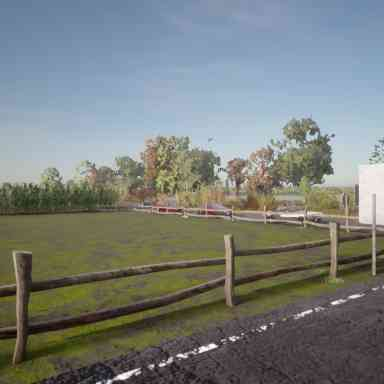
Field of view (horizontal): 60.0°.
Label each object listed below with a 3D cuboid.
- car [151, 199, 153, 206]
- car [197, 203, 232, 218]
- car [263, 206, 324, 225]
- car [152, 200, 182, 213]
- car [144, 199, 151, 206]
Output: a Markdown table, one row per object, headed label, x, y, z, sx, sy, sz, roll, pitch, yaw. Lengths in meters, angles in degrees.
| label | x | y | z | sx | sy | sz | roll | pitch | yaw |
| --- | --- | --- | --- | --- | --- | --- | --- | --- | --- |
| car | -5.101 | 2.150 | 55.627 | 1.812 | 1.442 | 4.674 | -1 | 0 | -19 |
| car | 2.299 | 1.898 | 35.097 | 1.812 | 1.442 | 4.674 | -1 | 0 | -34 |
| car | 8.063 | 1.833 | 26.783 | 1.895 | 1.301 | 4.718 | -1 | 0 | -35 |
| car | -3.058 | 1.983 | 43.668 | 1.882 | 1.535 | 5.008 | -1 | 0 | -29 |
| car | -8.605 | 2.254 | 67.435 | 2.128 | 1.511 | 4.902 | 0 | 0 | -19 |
